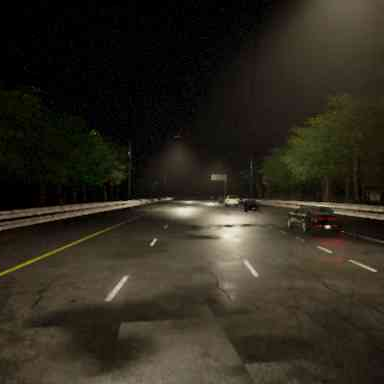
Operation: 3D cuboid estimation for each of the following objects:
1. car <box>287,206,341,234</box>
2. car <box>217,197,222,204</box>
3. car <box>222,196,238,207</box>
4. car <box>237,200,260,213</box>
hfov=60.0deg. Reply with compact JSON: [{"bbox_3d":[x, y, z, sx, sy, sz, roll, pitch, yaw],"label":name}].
[{"bbox_3d":[7.012,1.572,19.583,1.837,1.490,4.892,0,0,0],"label":"car"},{"bbox_3d":[7.317,2.038,80.608,2.097,1.767,4.553,0,-1,0],"label":"car"},{"bbox_3d":[7.171,1.683,60.527,2.150,2.045,5.566,0,-1,0],"label":"car"},{"bbox_3d":[7.071,1.773,40.450,1.812,1.442,4.674,0,-1,0],"label":"car"}]
